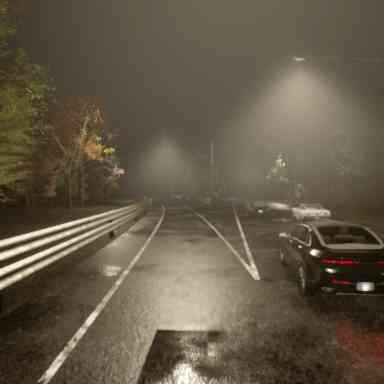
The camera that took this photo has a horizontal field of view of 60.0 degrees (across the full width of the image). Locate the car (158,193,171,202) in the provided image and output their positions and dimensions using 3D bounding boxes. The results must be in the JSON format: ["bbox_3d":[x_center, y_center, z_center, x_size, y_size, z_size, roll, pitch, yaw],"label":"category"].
[{"bbox_3d":[-6.373,1.325,79.453,2.150,2.045,5.566,0,0,-9],"label":"car"}]

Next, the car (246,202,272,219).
[{"bbox_3d":[5.709,1.512,28.717,1.994,1.385,4.181,0,0,6],"label":"car"}]

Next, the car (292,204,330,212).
[{"bbox_3d":[8.835,1.527,25.107,1.895,1.301,4.718,0,0,6],"label":"car"}]

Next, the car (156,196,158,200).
[{"bbox_3d":[-7.592,1.593,86.698,1.882,1.535,5.008,0,0,-10],"label":"car"}]

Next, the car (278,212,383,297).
[{"bbox_3d":[3.437,1.485,8.525,1.837,1.490,4.892,0,0,6],"label":"car"}]
